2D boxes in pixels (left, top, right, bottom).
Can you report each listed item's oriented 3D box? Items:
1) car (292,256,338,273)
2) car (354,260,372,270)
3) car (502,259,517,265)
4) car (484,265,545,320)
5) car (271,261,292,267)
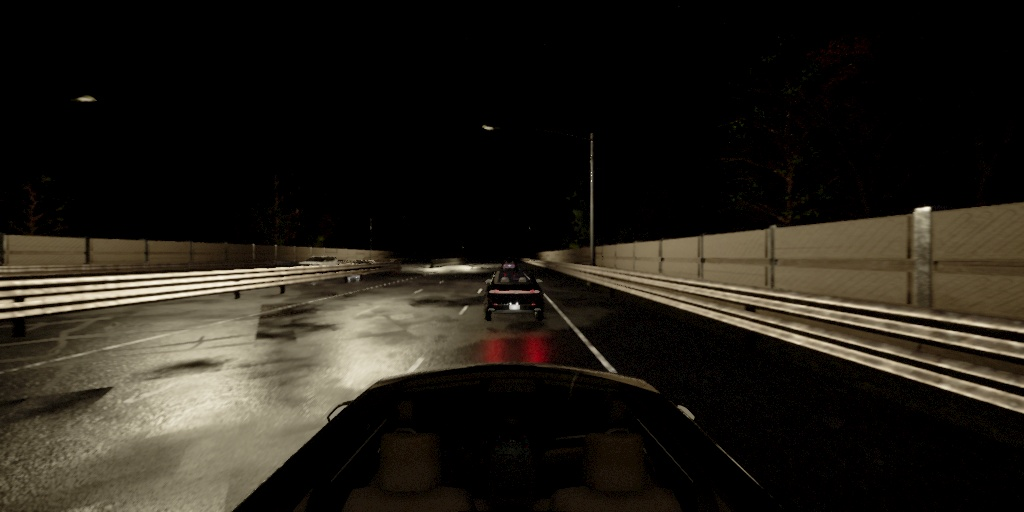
[{"bbox_3d":[-21.415,0.985,39.811,2.150,2.045,5.566,0,0,0],"label":"car"},{"bbox_3d":[-17.945,1.256,42.672,2.128,1.511,4.902,0,0,-1],"label":"car"},{"bbox_3d":[-0.317,1.196,44.664,2.033,1.649,4.856,0,0,-1],"label":"car"},{"bbox_3d":[0.063,1.244,12.625,2.128,1.511,4.902,0,0,0],"label":"car"},{"bbox_3d":[-24.913,1.311,39.863,2.033,1.411,5.357,0,0,0],"label":"car"}]
